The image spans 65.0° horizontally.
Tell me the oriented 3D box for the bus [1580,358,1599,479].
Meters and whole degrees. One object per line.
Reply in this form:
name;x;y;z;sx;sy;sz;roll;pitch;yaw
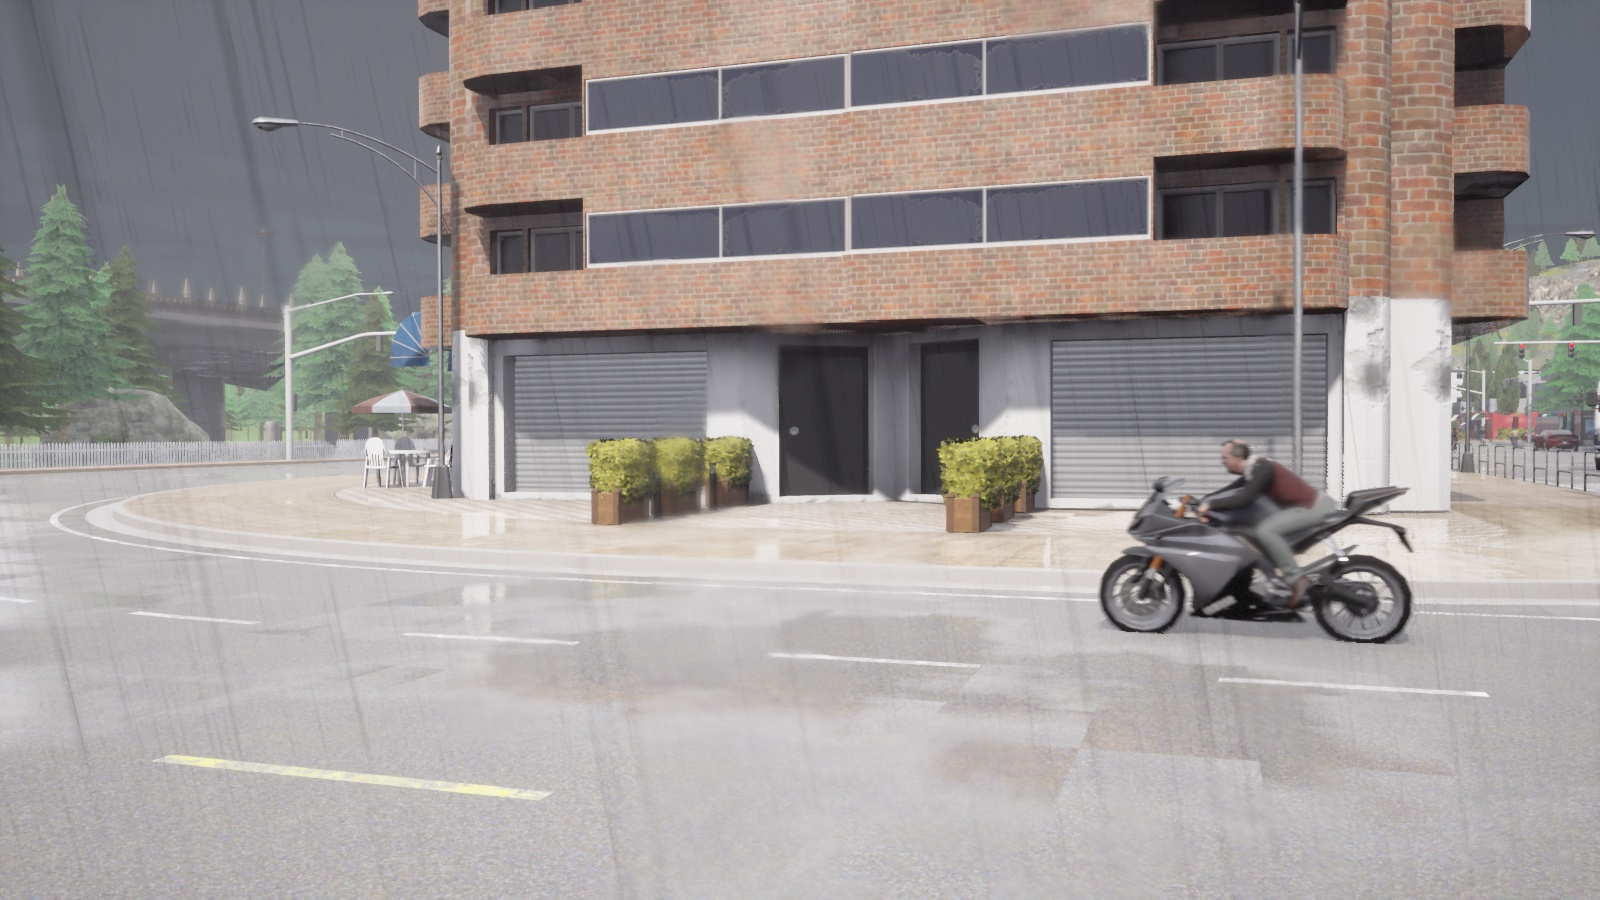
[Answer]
bus;32.016;-1.135;47.525;3.944;4.253;10.273;1;1;33

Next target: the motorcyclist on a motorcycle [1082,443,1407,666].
motorcyclist on a motorcycle;3.295;0.722;9.465;2.191;1.530;0.866;1;1;18

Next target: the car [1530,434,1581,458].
car;50.485;-0.296;83.997;1.882;1.535;5.008;1;1;19
